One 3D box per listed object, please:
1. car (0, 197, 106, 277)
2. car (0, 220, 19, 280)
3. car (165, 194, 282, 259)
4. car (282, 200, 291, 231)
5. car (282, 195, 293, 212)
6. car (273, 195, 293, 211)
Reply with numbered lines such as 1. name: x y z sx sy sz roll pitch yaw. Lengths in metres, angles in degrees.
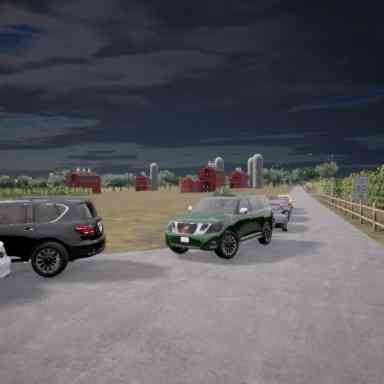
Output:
1. car: -5.351 1.223 9.582 5.566 2.045 2.150 -1 1 -4
2. car: -6.314 1.612 6.698 4.674 1.442 1.812 -2 2 -36
3. car: 1.316 1.103 12.648 2.150 2.045 5.566 0 0 34
4. car: 4.440 1.372 18.969 1.994 1.385 4.181 0 0 17
5. car: 6.298 1.225 24.700 1.882 1.535 5.008 0 0 18
6. car: 10.049 1.095 36.444 1.882 1.535 5.008 0 1 18
